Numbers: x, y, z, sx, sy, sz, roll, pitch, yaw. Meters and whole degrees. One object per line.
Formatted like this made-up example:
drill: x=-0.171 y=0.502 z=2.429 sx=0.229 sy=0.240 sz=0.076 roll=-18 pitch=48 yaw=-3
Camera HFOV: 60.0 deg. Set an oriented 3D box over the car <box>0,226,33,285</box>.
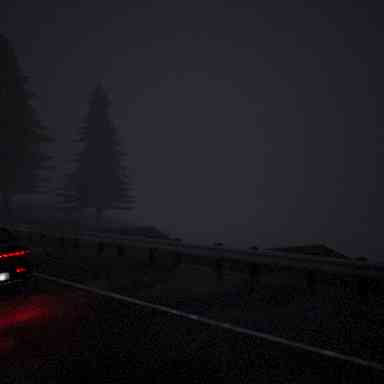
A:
car: x=-5.921 y=1.532 z=8.365 sx=4.892 sy=1.490 sz=1.837 roll=0 pitch=0 yaw=36
